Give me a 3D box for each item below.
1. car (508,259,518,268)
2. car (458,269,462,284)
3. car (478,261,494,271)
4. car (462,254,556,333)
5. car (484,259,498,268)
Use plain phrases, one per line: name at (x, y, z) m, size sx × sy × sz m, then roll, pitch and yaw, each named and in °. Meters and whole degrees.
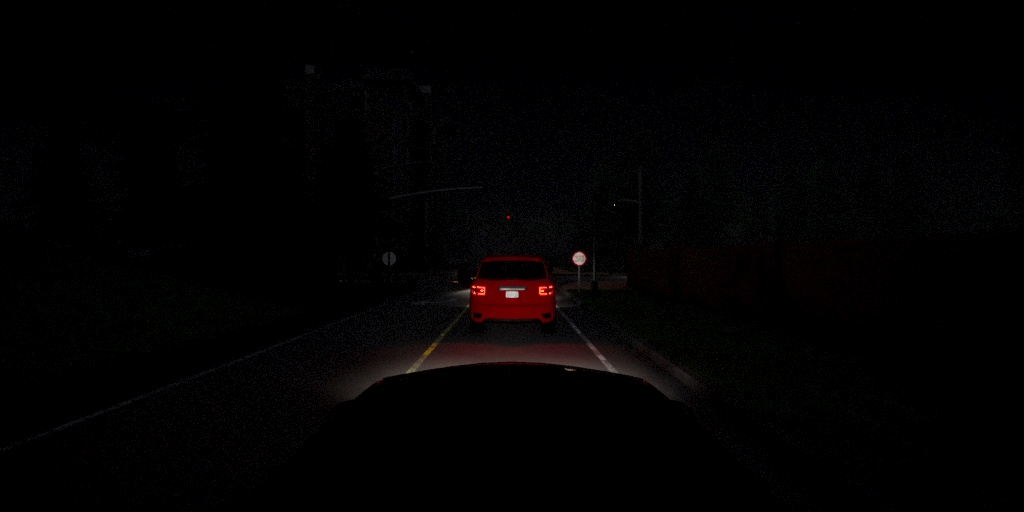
car at (0.161, 1.275, 62.368) m, size 1.812 × 1.442 × 4.674 m, roll 0°, pitch 0°, yaw 0°
car at (-2.536, 1.298, 24.786) m, size 2.033 × 1.411 × 5.357 m, roll 0°, pitch 0°, yaw -17°
car at (-3.550, 1.351, 50.041) m, size 1.895 × 1.301 × 4.718 m, roll 0°, pitch 0°, yaw 0°
car at (0.051, 0.971, 10.871) m, size 2.150 × 2.045 × 5.566 m, roll 0°, pitch 0°, yaw 1°
car at (-3.516, 1.297, 60.677) m, size 2.033 × 1.411 × 5.357 m, roll 0°, pitch 0°, yaw 0°
